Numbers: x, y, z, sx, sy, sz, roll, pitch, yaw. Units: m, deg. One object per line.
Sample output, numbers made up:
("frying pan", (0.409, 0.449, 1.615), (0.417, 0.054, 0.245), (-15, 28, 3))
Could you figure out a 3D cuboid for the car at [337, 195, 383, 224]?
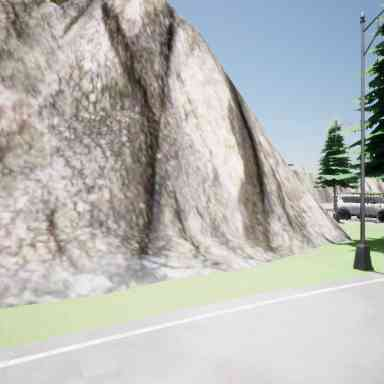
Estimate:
("car", (13.717, 1.221, 25.451), (2.150, 2.045, 5.566), (0, 0, -27))
